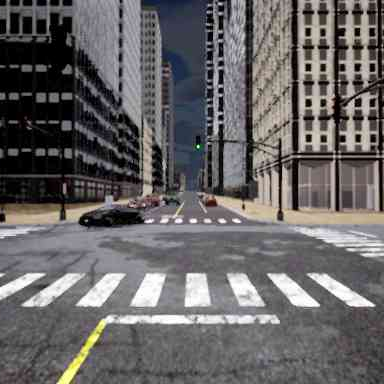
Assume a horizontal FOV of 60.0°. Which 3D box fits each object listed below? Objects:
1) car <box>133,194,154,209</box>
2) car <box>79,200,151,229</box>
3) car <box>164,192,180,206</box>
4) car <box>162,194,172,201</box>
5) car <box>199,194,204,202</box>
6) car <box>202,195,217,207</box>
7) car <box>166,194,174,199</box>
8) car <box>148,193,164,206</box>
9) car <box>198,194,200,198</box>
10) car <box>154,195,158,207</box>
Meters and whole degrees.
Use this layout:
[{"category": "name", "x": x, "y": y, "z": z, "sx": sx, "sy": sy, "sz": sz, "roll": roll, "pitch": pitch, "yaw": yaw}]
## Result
[{"category": "car", "x": -5.678, "y": 1.284, "z": 35.954, "sx": 1.967, "sy": 1.590, "sz": 4.097, "roll": 1, "pitch": 0, "yaw": 0}, {"category": "car", "x": -4.970, "y": 1.485, "z": 21.060, "sx": 1.994, "sy": 1.385, "sz": 4.181, "roll": 1, "pitch": 1, "yaw": 36}, {"category": "car", "x": -3.006, "y": 0.964, "z": 51.622, "sx": 2.150, "sy": 2.045, "sz": 5.566, "roll": 0, "pitch": 0, "yaw": 0}, {"category": "car", "x": -5.684, "y": 1.220, "z": 74.981, "sx": 1.887, "sy": 1.381, "sz": 4.507, "roll": 1, "pitch": 0, "yaw": 0}, {"category": "car", "x": 2.699, "y": 1.271, "z": 58.494, "sx": 1.752, "sy": 1.417, "sz": 4.829, "roll": 1, "pitch": 0, "yaw": 0}, {"category": "car", "x": 2.698, "y": 1.377, "z": 47.168, "sx": 1.802, "sy": 1.307, "sz": 4.206, "roll": 1, "pitch": 0, "yaw": 0}, {"category": "car", "x": -5.685, "y": 1.172, "z": 86.131, "sx": 1.887, "sy": 1.381, "sz": 4.507, "roll": 1, "pitch": 0, "yaw": 0}, {"category": "car", "x": -5.677, "y": 1.110, "z": 47.104, "sx": 2.192, "sy": 1.841, "sz": 5.009, "roll": 1, "pitch": 0, "yaw": 0}, {"category": "car", "x": 2.697, "y": 1.288, "z": 63.901, "sx": 1.947, "sy": 1.339, "sz": 4.313, "roll": 1, "pitch": 0, "yaw": 0}, {"category": "car", "x": -5.682, "y": 1.401, "z": 41.530, "sx": 1.802, "sy": 1.307, "sz": 4.206, "roll": 1, "pitch": 0, "yaw": 0}]
